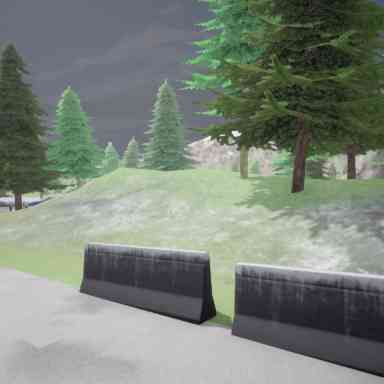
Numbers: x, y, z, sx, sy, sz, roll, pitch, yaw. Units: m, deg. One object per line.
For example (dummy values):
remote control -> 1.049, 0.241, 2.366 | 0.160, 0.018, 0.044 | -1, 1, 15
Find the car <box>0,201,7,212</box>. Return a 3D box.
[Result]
car -> -21.870, 1.398, 34.400 | 2.128, 1.511, 4.902 | 0, 0, 42

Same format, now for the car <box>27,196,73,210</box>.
car -> -18.462, 1.374, 42.803 | 5.008, 1.535, 1.882 | 0, 0, -42
